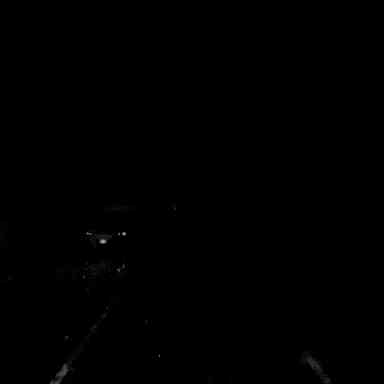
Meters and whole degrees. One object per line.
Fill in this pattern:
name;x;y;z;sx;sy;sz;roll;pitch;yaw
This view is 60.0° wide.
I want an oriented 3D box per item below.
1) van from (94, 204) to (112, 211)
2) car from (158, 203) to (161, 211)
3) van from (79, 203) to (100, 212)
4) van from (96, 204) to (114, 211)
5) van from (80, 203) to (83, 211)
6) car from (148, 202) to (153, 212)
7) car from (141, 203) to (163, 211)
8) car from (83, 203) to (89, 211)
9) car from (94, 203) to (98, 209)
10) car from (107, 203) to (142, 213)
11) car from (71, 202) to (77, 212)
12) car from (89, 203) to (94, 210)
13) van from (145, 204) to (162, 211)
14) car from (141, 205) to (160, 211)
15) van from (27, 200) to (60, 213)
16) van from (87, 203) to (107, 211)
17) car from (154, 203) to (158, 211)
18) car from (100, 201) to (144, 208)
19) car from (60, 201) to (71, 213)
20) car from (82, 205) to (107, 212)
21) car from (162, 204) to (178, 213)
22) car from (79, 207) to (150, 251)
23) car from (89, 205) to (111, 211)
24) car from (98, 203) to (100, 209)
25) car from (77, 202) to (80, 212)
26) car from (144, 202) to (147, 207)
van;-23.509;4.084;87.932;4.442;1.987;1.878;0;-3;0
car;-10.531;3.930;79.627;4.674;1.452;2.002;0;-3;0
van;-23.719;3.534;77.014;4.442;1.987;1.878;0;-3;0
van;-23.748;4.272;90.828;4.442;1.987;1.878;0;-4;0
van;-23.690;2.856;63.179;4.442;1.987;1.878;0;-3;0
car;-10.459;2.689;60.231;5.566;2.045;2.435;0;-3;0
car;-10.574;4.061;87.943;5.566;2.045;2.435;0;-4;0
car;-23.547;3.092;65.941;4.553;1.767;2.185;0;-3;0
car;-23.585;3.488;71.470;5.008;1.535;2.097;0;-3;0
car;-10.475;2.559;51.907;4.892;1.521;2.231;0;-2;0
car;-23.376;2.810;57.638;5.366;1.575;1.946;0;-3;0
car;-23.579;3.347;68.577;5.008;1.535;2.097;0;-3;0
van;-10.435;4.267;90.712;4.442;1.987;1.878;0;-4;0
car;-10.569;4.192;85.179;4.792;1.488;2.163;0;-3;0
van;-23.667;2.333;51.992;4.442;1.987;1.878;0;-2;0
van;-23.497;3.805;82.547;4.442;1.987;1.878;0;-3;0
car;-10.516;3.483;71.310;5.008;1.535;2.097;0;-3;0
car;-10.278;2.443;49.141;5.366;1.575;1.946;0;-2;0
car;-23.583;2.432;54.883;5.566;2.045;2.435;0;-2;0
car;-23.424;3.892;79.772;5.366;1.575;1.946;0;-3;0
car;-3.462;2.783;56.766;1.882;1.535;5.008;0;-2;0
car;-3.388;1.652;15.129;2.128;1.511;4.902;0;-1;0
car;-23.625;4.166;85.303;5.008;1.535;2.097;0;-3;0
car;-23.590;3.625;74.237;4.892;1.521;2.231;0;-3;0
car;-23.561;2.947;60.401;4.892;1.521;2.231;0;-3;0
car;-10.482;2.678;54.677;5.008;1.535;2.097;0;-3;0
